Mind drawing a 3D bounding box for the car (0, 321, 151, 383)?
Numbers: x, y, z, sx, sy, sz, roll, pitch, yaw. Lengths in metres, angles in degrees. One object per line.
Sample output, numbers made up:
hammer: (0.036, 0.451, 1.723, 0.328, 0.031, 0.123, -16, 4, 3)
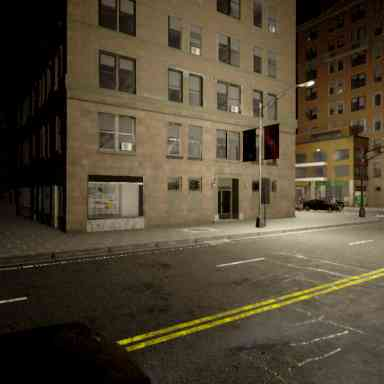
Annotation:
car: (-2.424, 1.601, 1.719, 4.718, 1.301, 1.895, 0, 0, -35)

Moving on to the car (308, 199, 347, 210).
car: (17.405, 1.576, 42.947, 1.947, 1.339, 4.313, 0, 0, -35)

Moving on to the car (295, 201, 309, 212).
car: (10.828, 1.420, 38.350, 1.967, 1.590, 4.097, 0, 0, -35)

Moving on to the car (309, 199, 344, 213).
car: (14.563, 1.516, 37.435, 1.812, 1.442, 4.674, 0, 0, -35)
